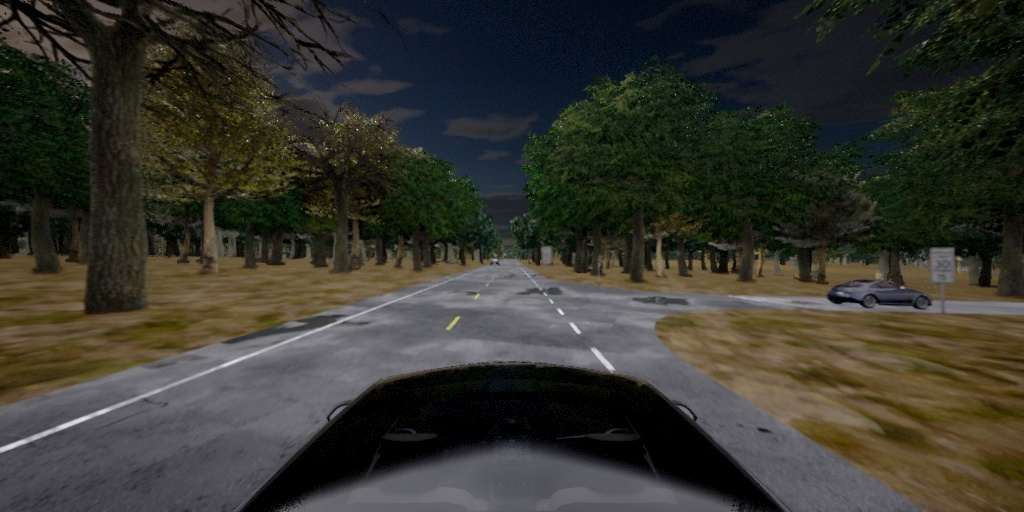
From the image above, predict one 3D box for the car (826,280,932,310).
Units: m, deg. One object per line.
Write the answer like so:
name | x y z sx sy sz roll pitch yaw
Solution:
car | 18.903 1.938 18.558 4.181 1.385 1.994 2 -1 -2
